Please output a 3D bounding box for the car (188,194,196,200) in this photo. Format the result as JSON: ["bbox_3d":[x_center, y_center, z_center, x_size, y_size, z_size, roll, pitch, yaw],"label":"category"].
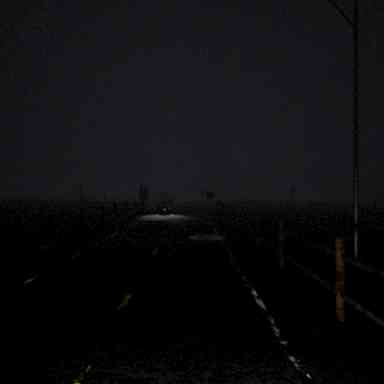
[{"bbox_3d":[0.031,1.470,90.713,1.812,1.442,4.674,0,0,0],"label":"car"}]

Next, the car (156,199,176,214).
[{"bbox_3d":[-2.749,1.540,35.664,1.837,1.490,4.892,0,0,0],"label":"car"}]
